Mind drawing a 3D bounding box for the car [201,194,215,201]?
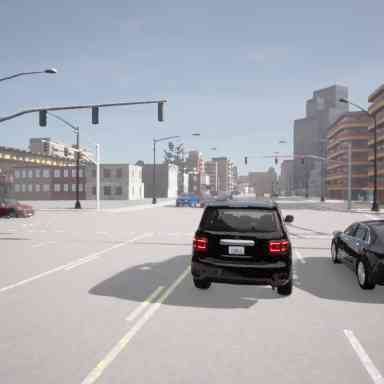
[{"bbox_3d":[3.297,1.075,68.204,2.033,1.411,5.357,0,1,12],"label":"car"}]

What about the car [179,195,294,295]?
[{"bbox_3d":[1.534,1.221,9.038,2.150,2.045,5.566,0,0,14],"label":"car"}]

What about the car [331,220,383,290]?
[{"bbox_3d":[5.095,1.505,8.918,1.837,1.490,4.892,0,0,11],"label":"car"}]

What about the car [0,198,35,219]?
[{"bbox_3d":[-16.044,1.352,28.881,4.553,1.767,2.097,0,0,10],"label":"car"}]

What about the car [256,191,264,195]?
[{"bbox_3d":[17.423,0.559,85.141,2.097,1.767,4.553,0,1,11],"label":"car"}]

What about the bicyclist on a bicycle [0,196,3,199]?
[{"bbox_3d":[-23.840,1.303,41.444,0.582,1.620,1.656,0,0,10],"label":"bicyclist on a bicycle"}]

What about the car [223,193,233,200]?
[{"bbox_3d":[8.084,0.926,74.198,1.812,1.442,4.674,0,1,11],"label":"car"}]

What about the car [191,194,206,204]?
[{"bbox_3d":[1.159,1.217,57.940,1.837,1.490,4.892,0,1,11],"label":"car"}]

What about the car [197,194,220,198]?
[{"bbox_3d":[2.328,1.381,46.057,1.837,1.490,4.892,0,1,11],"label":"car"}]

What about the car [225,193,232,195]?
[{"bbox_3d":[6.034,1.091,64.244,1.837,1.490,4.892,0,1,12],"label":"car"}]

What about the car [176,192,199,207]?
[{"bbox_3d":[-0.753,1.079,48.463,2.150,2.045,5.566,0,1,12],"label":"car"}]

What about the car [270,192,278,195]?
[{"bbox_3d":[20.857,0.743,84.464,2.033,1.411,5.357,0,1,11],"label":"car"}]
